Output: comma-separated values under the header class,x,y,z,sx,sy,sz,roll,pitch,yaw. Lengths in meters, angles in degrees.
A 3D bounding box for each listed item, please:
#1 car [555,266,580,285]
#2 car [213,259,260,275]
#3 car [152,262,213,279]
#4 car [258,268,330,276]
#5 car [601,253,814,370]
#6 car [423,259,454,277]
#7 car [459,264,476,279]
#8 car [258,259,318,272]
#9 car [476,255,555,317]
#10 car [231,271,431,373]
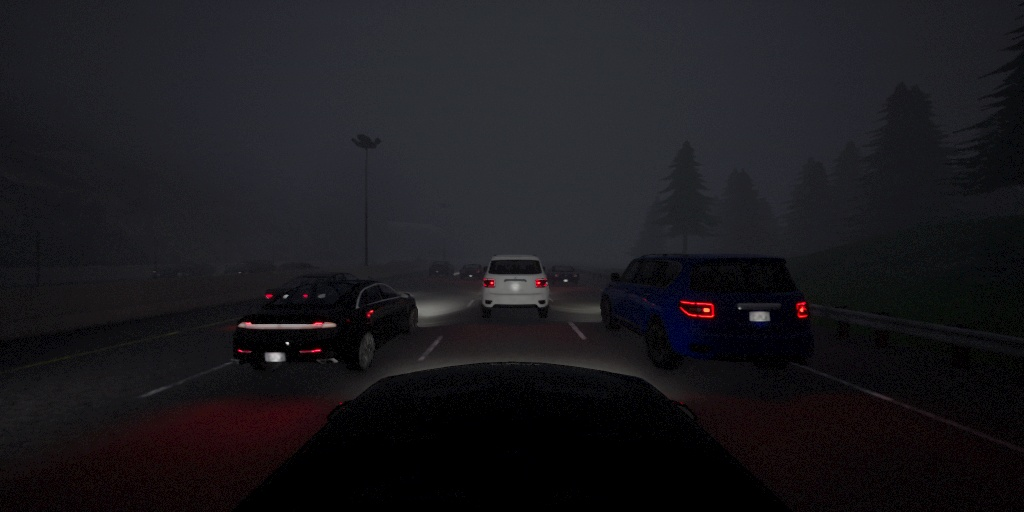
class,x,y,z,sx,sy,sz,roll,pitch,yaw
car,3.593,1.353,26.182,1.895,1.301,4.718,0,0,0
car,-21.103,1.243,29.273,2.128,1.511,4.902,0,0,0
car,-28.101,1.244,30.951,2.128,1.511,4.902,0,0,0
car,-6.903,1.298,13.548,2.033,1.411,5.357,0,0,0
car,3.598,0.972,7.894,2.150,2.045,5.566,0,0,0
car,-6.908,1.244,35.428,2.128,1.511,4.902,0,0,0
car,-3.409,1.353,31.762,1.895,1.301,4.718,0,0,0
car,-17.604,1.229,28.890,1.882,1.535,5.008,0,0,0
car,0.097,0.972,13.274,2.150,2.045,5.566,0,0,0
car,-3.404,1.242,7.581,2.128,1.511,4.902,0,0,0
